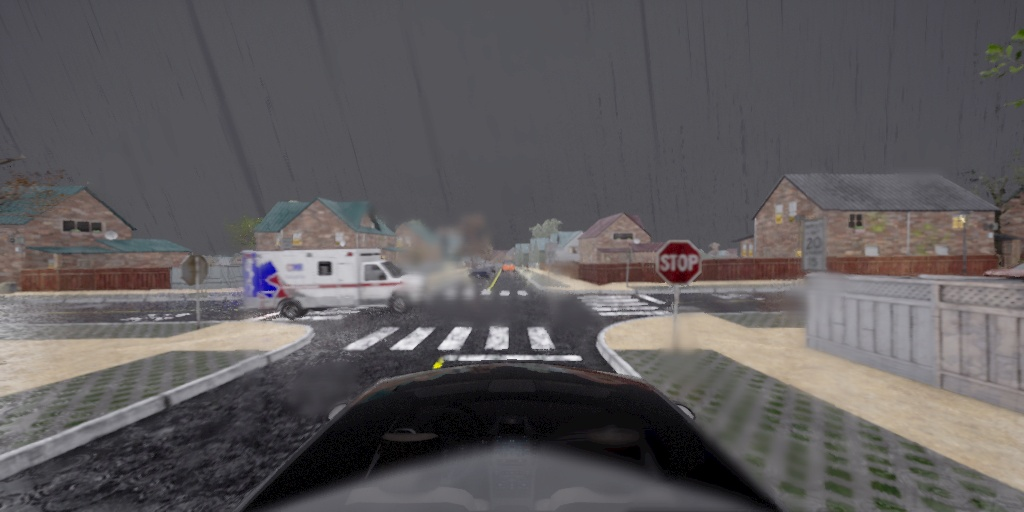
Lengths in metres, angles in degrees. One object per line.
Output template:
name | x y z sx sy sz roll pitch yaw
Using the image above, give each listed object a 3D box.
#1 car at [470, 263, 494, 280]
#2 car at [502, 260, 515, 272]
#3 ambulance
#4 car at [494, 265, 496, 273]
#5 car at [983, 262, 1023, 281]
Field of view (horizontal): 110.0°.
car | -3.090 1.655 36.064 1.895 1.301 4.718 0 -1 -1
car | -0.573 1.689 58.413 2.097 1.767 4.553 0 -1 -1
ambulance | -6.380 0.972 13.546 6.366 2.431 2.351 -1 1 0
car | -3.312 1.809 52.998 2.033 1.411 5.357 0 -1 0
car | 24.921 0.891 16.559 5.008 1.535 1.882 -1 1 0
